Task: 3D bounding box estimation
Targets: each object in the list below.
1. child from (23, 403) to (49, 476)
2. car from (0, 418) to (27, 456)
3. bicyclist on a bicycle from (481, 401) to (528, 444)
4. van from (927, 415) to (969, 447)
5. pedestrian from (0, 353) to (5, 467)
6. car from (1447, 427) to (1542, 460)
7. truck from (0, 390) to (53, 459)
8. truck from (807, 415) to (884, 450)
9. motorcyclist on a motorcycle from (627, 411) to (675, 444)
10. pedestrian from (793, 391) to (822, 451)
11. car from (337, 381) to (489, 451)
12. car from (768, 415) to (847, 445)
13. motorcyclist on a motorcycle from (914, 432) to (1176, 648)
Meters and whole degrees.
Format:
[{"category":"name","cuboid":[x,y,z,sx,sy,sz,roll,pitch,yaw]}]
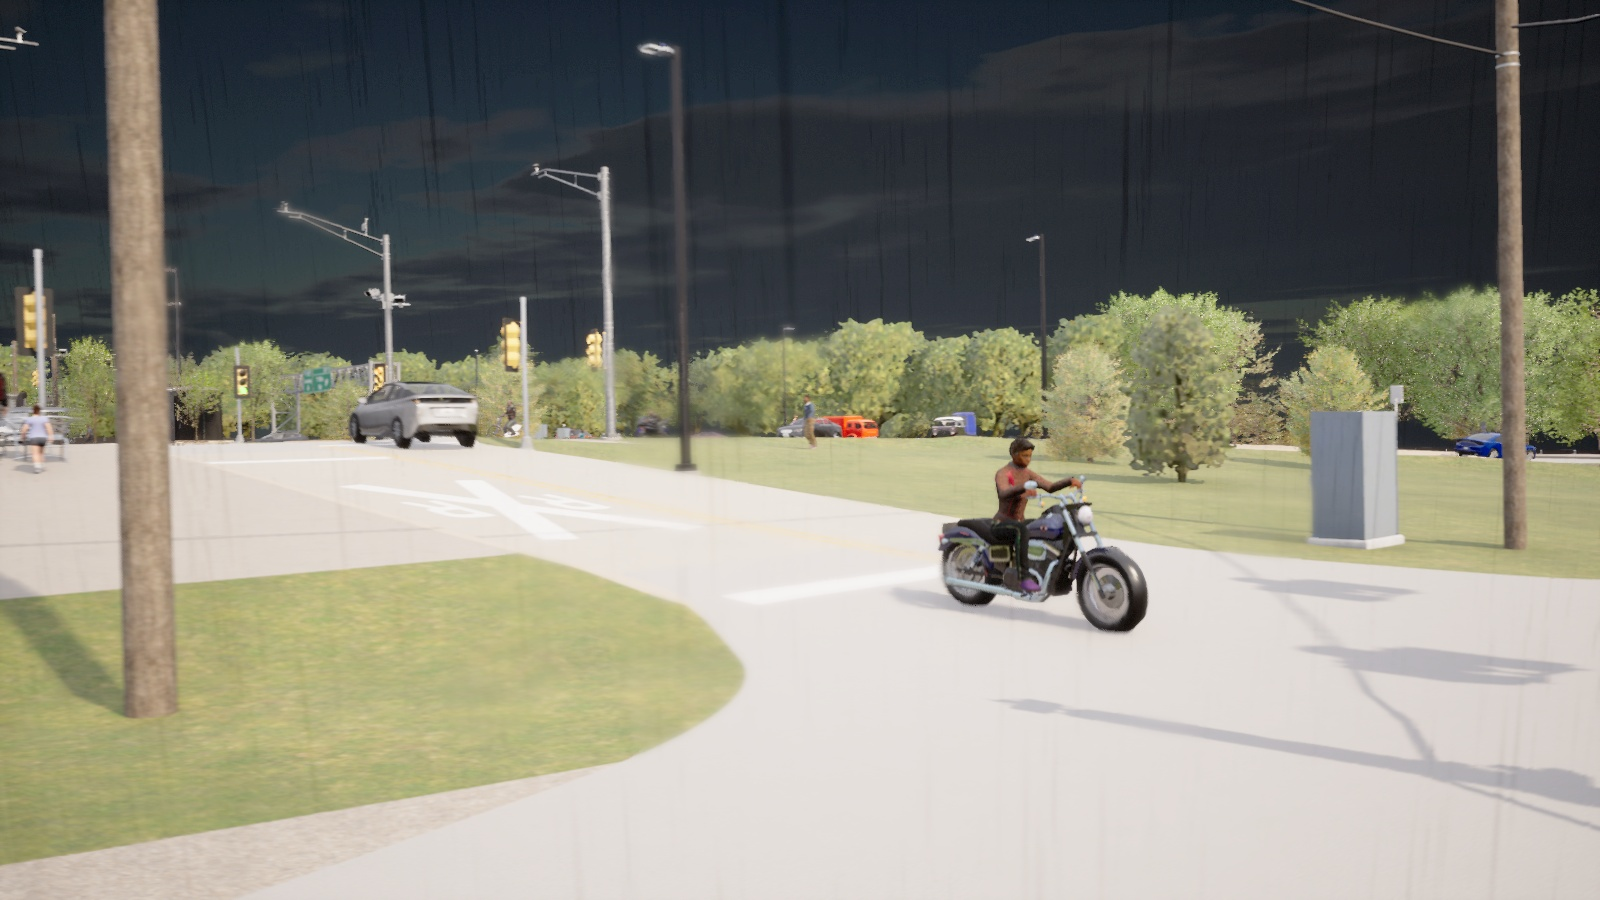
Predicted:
[{"category":"child","cuboid":[-11.894,-0.164,19.541,0.255,1.110,0.394,-2,1,-40]},{"category":"car","cuboid":[-32.517,-0.471,50.275,1.812,1.442,4.674,-2,1,-42]},{"category":"bicyclist on a bicycle","cuboid":[-12.481,-1.161,53.080,0.659,1.776,1.843,-1,0,44]},{"category":"van","cuboid":[10.222,-1.305,86.285,2.069,2.038,4.480,-2,0,16]},{"category":"pedestrian","cuboid":[-13.347,-0.648,20.570,0.376,1.854,0.720,-2,1,-41]},{"category":"car","cuboid":[38.723,-0.354,70.000,5.008,1.535,1.882,1,6,-25]},{"category":"truck","cuboid":[-42.534,-1.267,67.115,2.891,3.462,7.936,-2,1,-42]},{"category":"truck","cuboid":[3.373,-1.299,93.680,5.204,2.467,2.627,-1,1,44]},{"category":"motorcyclist on a motorcycle","cuboid":[-6.990,-1.051,59.037,0.866,1.530,2.191,-1,-1,41]},{"category":"pedestrian","cuboid":[0.249,-0.968,41.832,0.788,1.949,0.423,-2,1,-29]},{"category":"car","cuboid":[-9.320,-0.871,30.017,2.007,1.525,4.514,-2,4,-37]},{"category":"car","cuboid":[0.458,-1.087,69.255,2.128,1.511,4.902,-1,-1,32]},{"category":"motorcyclist on a motorcycle","cuboid":[2.108,0.705,11.185,0.766,1.649,2.350,-3,4,-38]}]
